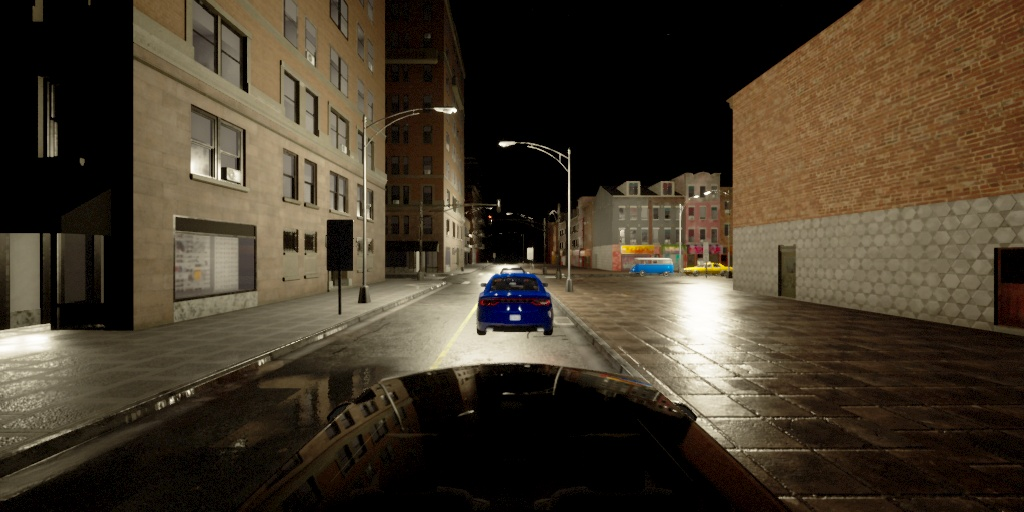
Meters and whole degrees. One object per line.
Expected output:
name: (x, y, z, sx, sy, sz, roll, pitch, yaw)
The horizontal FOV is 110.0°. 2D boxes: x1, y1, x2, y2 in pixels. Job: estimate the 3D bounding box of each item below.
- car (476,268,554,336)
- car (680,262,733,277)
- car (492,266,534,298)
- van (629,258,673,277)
car: (0.069, 1.227, 10.488, 1.882, 1.535, 5.008, 0, 0, 0)
car: (19.060, 1.267, 35.056, 4.829, 1.417, 1.751, 0, 0, 0)
car: (0.037, 1.313, 19.257, 1.994, 1.385, 4.181, 0, 0, 0)
van: (13.618, 1.087, 35.044, 3.998, 1.789, 1.690, 0, 0, 0)
